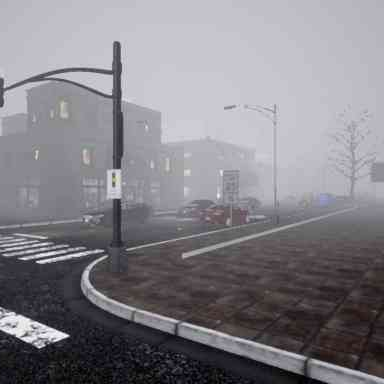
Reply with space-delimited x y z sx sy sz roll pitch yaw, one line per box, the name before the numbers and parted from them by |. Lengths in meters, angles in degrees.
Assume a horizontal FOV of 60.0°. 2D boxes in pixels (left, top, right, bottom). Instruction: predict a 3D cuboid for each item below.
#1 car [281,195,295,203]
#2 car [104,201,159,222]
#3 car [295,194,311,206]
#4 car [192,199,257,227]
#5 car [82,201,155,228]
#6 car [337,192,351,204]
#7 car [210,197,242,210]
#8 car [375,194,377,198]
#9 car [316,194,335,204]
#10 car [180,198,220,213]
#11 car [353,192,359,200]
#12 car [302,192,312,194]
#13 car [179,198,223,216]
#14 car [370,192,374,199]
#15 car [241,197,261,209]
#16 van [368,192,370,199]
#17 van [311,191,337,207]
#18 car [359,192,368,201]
car | 16.602 1.201 57.033 1.802 1.307 4.206 0 1 35
car | -4.691 1.452 26.173 1.802 1.307 4.206 0 1 35
car | 16.357 1.270 46.494 1.895 1.301 4.718 0 0 35
car | 2.208 1.403 21.413 1.887 1.381 4.507 0 1 35
car | -4.769 1.384 21.508 2.128 1.511 4.902 0 0 35
car | 23.500 1.173 52.274 1.947 1.339 4.313 0 1 35
car | 4.049 1.333 38.840 1.947 1.339 4.313 0 1 35
car | 45.468 0.799 84.113 1.967 1.590 4.097 0 1 35
car | 22.180 1.079 54.948 1.882 1.535 5.008 0 0 34
car | 0.911 1.355 34.291 2.008 1.369 4.403 0 1 35
car | 26.638 1.115 56.823 1.887 1.381 4.507 0 1 35
car | 22.878 0.862 66.129 2.192 1.841 5.009 0 1 35
car | 0.733 1.353 29.477 1.812 1.442 4.674 0 0 35
car | 39.191 0.973 75.017 1.887 1.381 4.507 0 1 35
car | 6.296 1.287 37.534 1.812 1.442 4.674 0 0 35
van | 36.053 0.805 70.467 1.690 1.788 3.998 0 1 35
van | 17.224 1.021 43.176 1.690 1.788 3.998 0 1 35
car | 32.915 0.939 65.919 1.967 1.590 4.097 0 1 35
